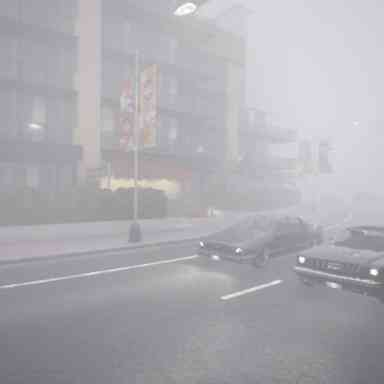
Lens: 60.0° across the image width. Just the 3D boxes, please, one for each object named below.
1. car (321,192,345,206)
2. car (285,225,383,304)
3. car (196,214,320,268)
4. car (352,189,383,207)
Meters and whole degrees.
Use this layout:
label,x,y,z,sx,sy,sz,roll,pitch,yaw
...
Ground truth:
label,x,y,z,sx,sy,sz,roll,pitch,yaw
car,21.009,1.228,49.647,1.882,1.535,5.008,1,0,-1
car,4.428,1.566,8.210,4.718,1.301,1.895,0,1,-44
car,2.589,1.463,11.224,5.357,1.411,2.033,0,1,-44
car,24.445,1.042,46.602,2.150,2.045,5.566,1,0,4
